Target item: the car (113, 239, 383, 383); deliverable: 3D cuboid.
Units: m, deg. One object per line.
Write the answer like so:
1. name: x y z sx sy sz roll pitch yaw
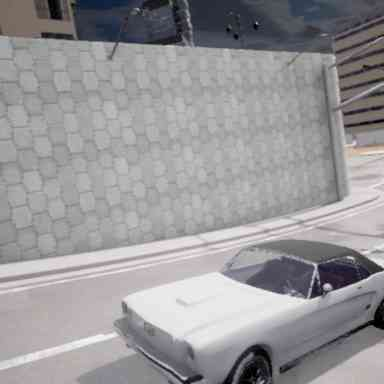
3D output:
1. car: 1.328 1.485 4.923 4.718 1.301 1.895 -3 2 -35
